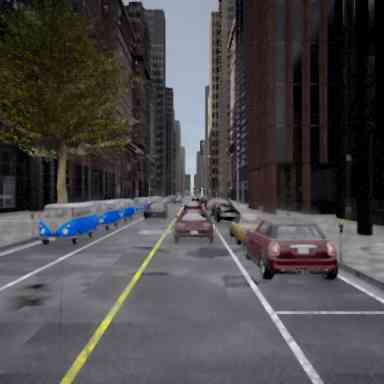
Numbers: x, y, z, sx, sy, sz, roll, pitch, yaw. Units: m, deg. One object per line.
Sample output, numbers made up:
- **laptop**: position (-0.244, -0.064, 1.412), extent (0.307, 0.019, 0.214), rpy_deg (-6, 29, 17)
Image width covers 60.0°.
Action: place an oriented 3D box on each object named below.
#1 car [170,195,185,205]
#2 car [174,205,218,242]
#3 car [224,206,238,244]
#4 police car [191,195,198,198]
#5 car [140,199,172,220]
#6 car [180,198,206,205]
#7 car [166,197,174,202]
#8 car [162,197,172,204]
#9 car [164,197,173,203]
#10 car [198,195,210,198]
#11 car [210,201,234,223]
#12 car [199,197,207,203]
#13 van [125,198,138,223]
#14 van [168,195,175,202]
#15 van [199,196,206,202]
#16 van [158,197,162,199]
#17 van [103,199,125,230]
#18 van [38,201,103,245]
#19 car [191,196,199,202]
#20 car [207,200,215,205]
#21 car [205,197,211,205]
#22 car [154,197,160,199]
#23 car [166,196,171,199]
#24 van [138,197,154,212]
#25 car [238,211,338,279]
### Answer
- **car**: position (-3.004, 1.860, 70.757), extent (1.882, 1.535, 5.008), rpy_deg (0, 0, 0)
- **car**: position (0.097, 1.614, 16.787), extent (1.812, 1.442, 4.674), rpy_deg (0, 0, 0)
- **car**: position (2.763, 1.610, 15.977), extent (1.752, 1.417, 4.829), rpy_deg (0, 0, 0)
- **police car**: position (0.896, 1.888, 81.709), extent (1.930, 1.638, 5.238), rpy_deg (0, 0, 0)
- **car**: position (-3.099, 1.636, 29.636), extent (1.882, 1.535, 5.008), rpy_deg (0, 0, 0)
- **car**: position (0.106, 1.653, 32.845), extent (1.882, 1.535, 5.008), rpy_deg (0, 0, 0)
- **car**: position (-5.767, 2.053, 88.837), extent (1.887, 1.381, 4.507), rpy_deg (0, 0, 0)
- **car**: position (-5.767, 1.988, 77.607), extent (2.008, 1.369, 4.403), rpy_deg (0, 0, 0)
- **car**: position (-5.767, 2.017, 83.219), extent (1.887, 1.381, 4.507), rpy_deg (0, 0, 0)
- **car**: position (2.759, 1.683, 66.377), extent (2.192, 1.841, 5.009), rpy_deg (0, 0, 0)
- **car**: position (2.762, 1.710, 27.044), extent (1.947, 1.339, 4.313), rpy_deg (0, 0, 0)
- **car**: position (2.758, 2.023, 83.231), extent (2.008, 1.369, 4.403), rpy_deg (0, 0, 0)
- **van**: position (-5.763, 1.485, 27.038), extent (1.690, 1.788, 3.998), rpy_deg (0, 0, 0)
- **van**: position (-5.768, 1.885, 94.457), extent (1.690, 1.788, 3.998), rpy_deg (0, 0, 0)
- **van**: position (2.758, 1.849, 88.851), extent (1.690, 1.788, 3.998), rpy_deg (0, 0, 0)
- **van**: position (-5.764, 1.611, 49.511), extent (1.690, 1.788, 3.998), rpy_deg (0, 0, 0)
- **van**: position (-5.762, 1.455, 21.419), extent (1.690, 1.788, 3.998), rpy_deg (0, 0, 0)
- **van**: position (-5.762, 1.425, 15.801), extent (1.690, 1.788, 3.998), rpy_deg (0, 0, 0)
- **car**: position (0.894, 1.876, 91.569), extent (2.097, 1.767, 4.553), rpy_deg (0, 0, 0)
- **car**: position (2.762, 1.741, 32.662), extent (1.947, 1.339, 4.313), rpy_deg (0, 0, 0)
- **car**: position (2.761, 1.764, 44.070), extent (1.752, 1.417, 4.829), rpy_deg (0, 0, 0)
- **car**: position (-5.764, 1.783, 43.891), extent (1.887, 1.381, 4.507), rpy_deg (0, 0, 0)
- **car**: position (-5.766, 1.927, 71.813), extent (1.752, 1.417, 4.829), rpy_deg (0, 0, 0)
- **van**: position (-5.763, 1.547, 38.274), extent (1.690, 1.788, 3.998), rpy_deg (0, 0, 0)
- **car**: position (2.764, 1.494, 10.189), extent (1.967, 1.590, 4.097), rpy_deg (0, 0, 0)
